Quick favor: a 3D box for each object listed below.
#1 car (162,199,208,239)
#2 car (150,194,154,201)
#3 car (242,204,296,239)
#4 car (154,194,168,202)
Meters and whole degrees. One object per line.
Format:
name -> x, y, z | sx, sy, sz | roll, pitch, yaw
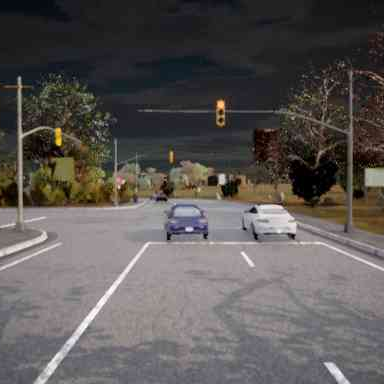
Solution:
car -> -0.361, 1.304, 15.753 | 1.812, 1.442, 4.674 | 0, 1, -6
car -> -7.867, 1.106, 71.561 | 1.837, 1.490, 4.892 | 0, 0, -13
car -> 3.545, 1.304, 15.751 | 1.812, 1.442, 4.674 | 0, 1, 0
car -> -5.068, 1.074, 56.116 | 1.895, 1.301, 4.718 | 0, 0, -7
